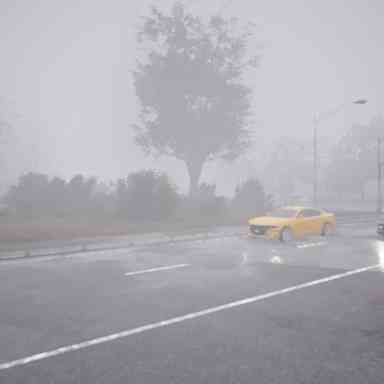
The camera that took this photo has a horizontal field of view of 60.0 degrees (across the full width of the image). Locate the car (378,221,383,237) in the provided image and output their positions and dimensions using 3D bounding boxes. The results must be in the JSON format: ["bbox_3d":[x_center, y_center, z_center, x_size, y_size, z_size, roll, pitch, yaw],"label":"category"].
[{"bbox_3d":[7.238,1.442,8.910,5.008,1.535,1.882,0,0,-36],"label":"car"}]

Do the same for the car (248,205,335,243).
[{"bbox_3d":[4.881,1.434,16.064,5.008,1.535,1.882,0,0,-35],"label":"car"}]

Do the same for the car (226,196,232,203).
[{"bbox_3d":[6.098,1.397,57.977,1.994,1.385,4.181,0,0,-33],"label":"car"}]

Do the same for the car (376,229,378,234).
[{"bbox_3d":[11.135,1.487,16.207,5.357,1.411,2.033,0,0,-35],"label":"car"}]
